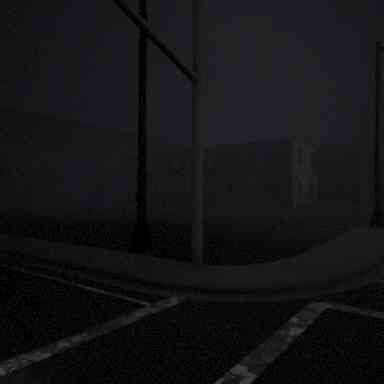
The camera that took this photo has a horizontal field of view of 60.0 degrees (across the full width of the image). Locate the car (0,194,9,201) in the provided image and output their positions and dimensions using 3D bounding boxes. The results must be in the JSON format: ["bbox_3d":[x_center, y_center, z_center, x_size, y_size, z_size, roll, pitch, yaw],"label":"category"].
[{"bbox_3d":[-37.897,1.087,66.407,1.853,1.218,4.536,0,0,-23],"label":"car"}]

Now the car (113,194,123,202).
[{"bbox_3d":[-14.551,1.231,71.280,2.097,1.767,4.553,0,0,37],"label":"car"}]

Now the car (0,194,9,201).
[{"bbox_3d":[-37.877,1.244,66.360,2.038,1.542,4.974,0,0,-23],"label":"car"}]
